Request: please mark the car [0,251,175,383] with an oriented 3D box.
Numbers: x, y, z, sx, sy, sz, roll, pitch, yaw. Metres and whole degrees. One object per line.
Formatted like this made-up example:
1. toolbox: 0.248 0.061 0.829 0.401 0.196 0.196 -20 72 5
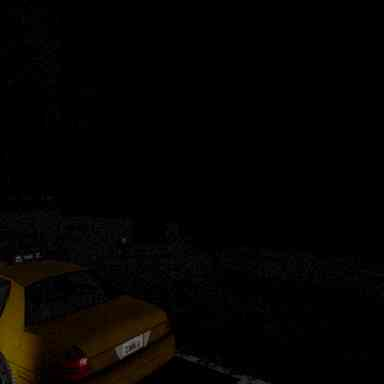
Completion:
1. car: -2.477 1.525 4.726 4.829 1.417 1.752 0 0 35
